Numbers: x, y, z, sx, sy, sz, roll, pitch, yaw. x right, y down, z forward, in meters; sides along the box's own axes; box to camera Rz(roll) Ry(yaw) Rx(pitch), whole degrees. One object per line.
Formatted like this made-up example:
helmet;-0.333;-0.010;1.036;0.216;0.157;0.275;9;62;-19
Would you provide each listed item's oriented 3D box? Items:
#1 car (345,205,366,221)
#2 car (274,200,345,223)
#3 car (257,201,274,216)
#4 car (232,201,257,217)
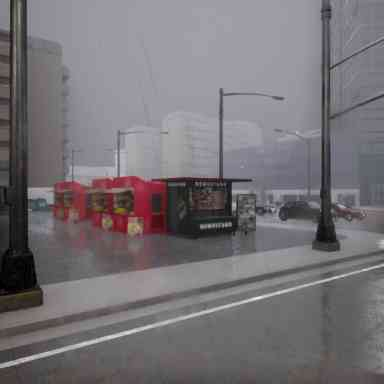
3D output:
car;12.232;1.632;28.209;1.812;1.442;4.674;0;-1;-36
car;9.192;1.459;26.440;2.097;1.767;4.553;0;-1;-36
car;6.804;1.704;35.722;2.128;1.511;4.902;0;-1;-36
car;3.942;1.739;33.685;1.812;1.442;4.674;0;-1;-35
